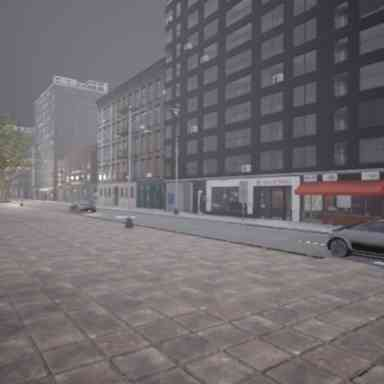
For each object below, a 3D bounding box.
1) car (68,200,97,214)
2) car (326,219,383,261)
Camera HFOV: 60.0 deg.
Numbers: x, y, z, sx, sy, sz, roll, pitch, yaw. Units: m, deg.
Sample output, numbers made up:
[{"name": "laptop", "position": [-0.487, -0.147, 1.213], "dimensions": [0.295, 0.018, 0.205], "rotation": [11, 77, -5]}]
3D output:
[{"name": "car", "position": [-12.209, 1.613, 36.795], "dimensions": [2.033, 1.411, 5.357], "rotation": [1, 0, -35]}, {"name": "car", "position": [6.560, 1.577, 10.708], "dimensions": [1.994, 1.385, 4.181], "rotation": [1, 0, -36]}]
